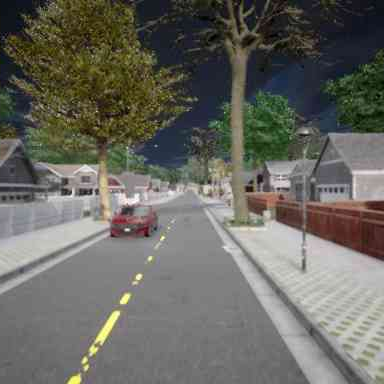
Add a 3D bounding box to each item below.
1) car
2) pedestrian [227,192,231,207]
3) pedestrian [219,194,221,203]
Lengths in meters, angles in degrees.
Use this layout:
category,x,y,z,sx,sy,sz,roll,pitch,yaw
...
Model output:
category,x,y,z,sx,sy,sz,roll,pitch,yaw
car,-2.853,1.384,17.158,1.882,1.535,5.008,0,0,0
pedestrian,4.499,0.916,40.306,0.375,1.860,0.375,0,0,0
pedestrian,3.499,0.813,41.505,0.500,1.100,0.500,0,0,0
